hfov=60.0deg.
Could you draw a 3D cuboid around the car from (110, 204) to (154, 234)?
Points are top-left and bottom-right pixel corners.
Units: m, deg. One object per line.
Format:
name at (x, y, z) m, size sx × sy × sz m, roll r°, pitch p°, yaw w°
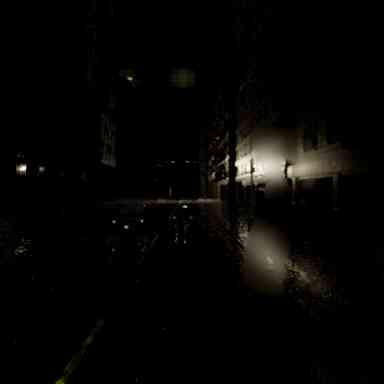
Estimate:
car at (-3.186, 1.397, 18.326) m, size 1.812 × 1.442 × 4.674 m, roll 0°, pitch 0°, yaw -1°
